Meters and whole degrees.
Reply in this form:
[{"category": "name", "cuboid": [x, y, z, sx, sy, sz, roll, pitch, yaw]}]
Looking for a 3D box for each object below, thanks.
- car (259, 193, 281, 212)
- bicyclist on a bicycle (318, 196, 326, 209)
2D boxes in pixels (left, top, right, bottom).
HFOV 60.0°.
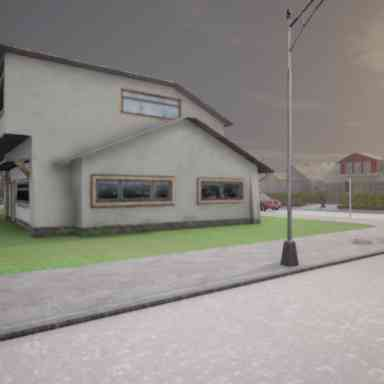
[{"category": "car", "cuboid": [7.429, 1.143, 37.663, 2.150, 2.045, 5.566, 0, 0, -35]}, {"category": "bicyclist on a bicycle", "cuboid": [15.827, 1.248, 40.328, 1.656, 1.620, 0.582, -1, 0, -35]}]
